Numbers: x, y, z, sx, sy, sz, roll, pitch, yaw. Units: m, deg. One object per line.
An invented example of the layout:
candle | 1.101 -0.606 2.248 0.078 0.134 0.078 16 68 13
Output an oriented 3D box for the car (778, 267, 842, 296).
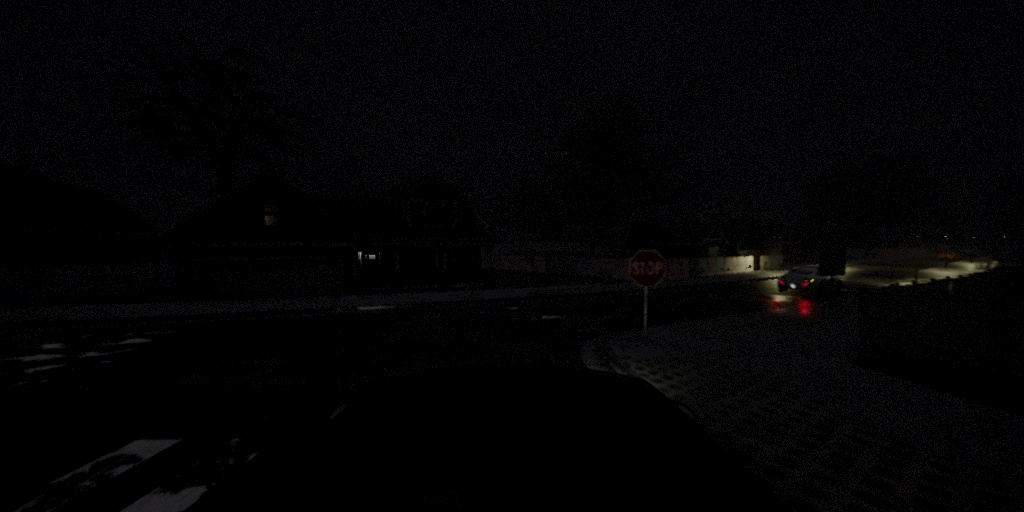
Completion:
car | 16.886 1.344 20.333 4.674 1.442 1.812 -1 2 -33
